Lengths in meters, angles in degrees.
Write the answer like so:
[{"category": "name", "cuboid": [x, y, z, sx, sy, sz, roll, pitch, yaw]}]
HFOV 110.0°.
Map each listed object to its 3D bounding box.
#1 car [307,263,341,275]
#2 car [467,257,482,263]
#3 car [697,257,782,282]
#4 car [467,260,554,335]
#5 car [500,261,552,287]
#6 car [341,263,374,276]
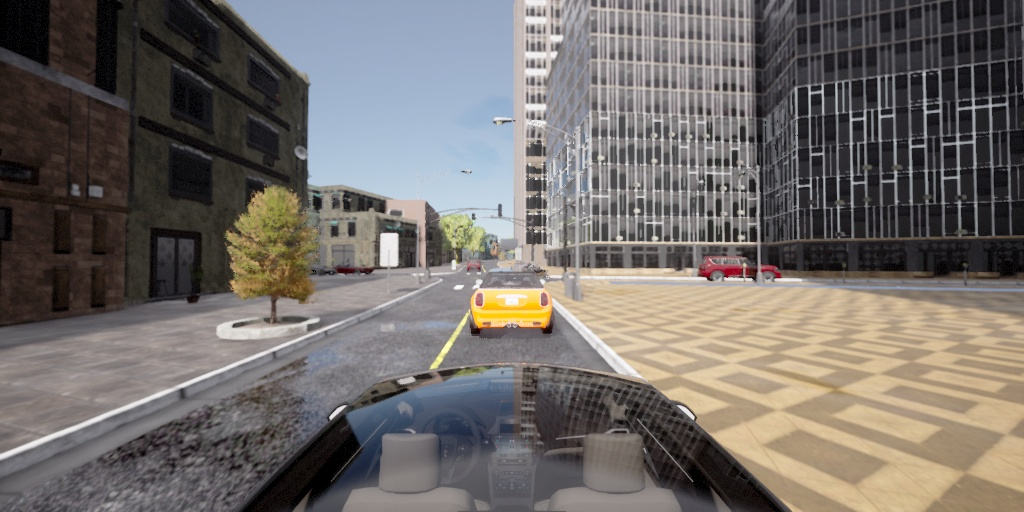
[{"category": "car", "cuboid": [-20.487, 1.374, 37.240, 4.313, 1.339, 1.948, 0, 0, 18]}, {"category": "car", "cuboid": [-5.345, 1.314, 50.419, 1.882, 1.535, 5.008, 0, 0, -6]}, {"category": "car", "cuboid": [15.812, 0.971, 25.259, 5.009, 1.841, 2.192, 0, 0, 18]}, {"category": "car", "cuboid": [-0.035, 1.118, 10.733, 2.097, 1.767, 4.553, 0, 0, -1]}, {"category": "car", "cuboid": [1.183, 1.258, 26.485, 2.128, 1.511, 4.902, -2, 0, 24]}, {"category": "car", "cuboid": [-17.410, 1.444, 38.842, 4.718, 1.301, 1.895, 0, -1, 18]}]
